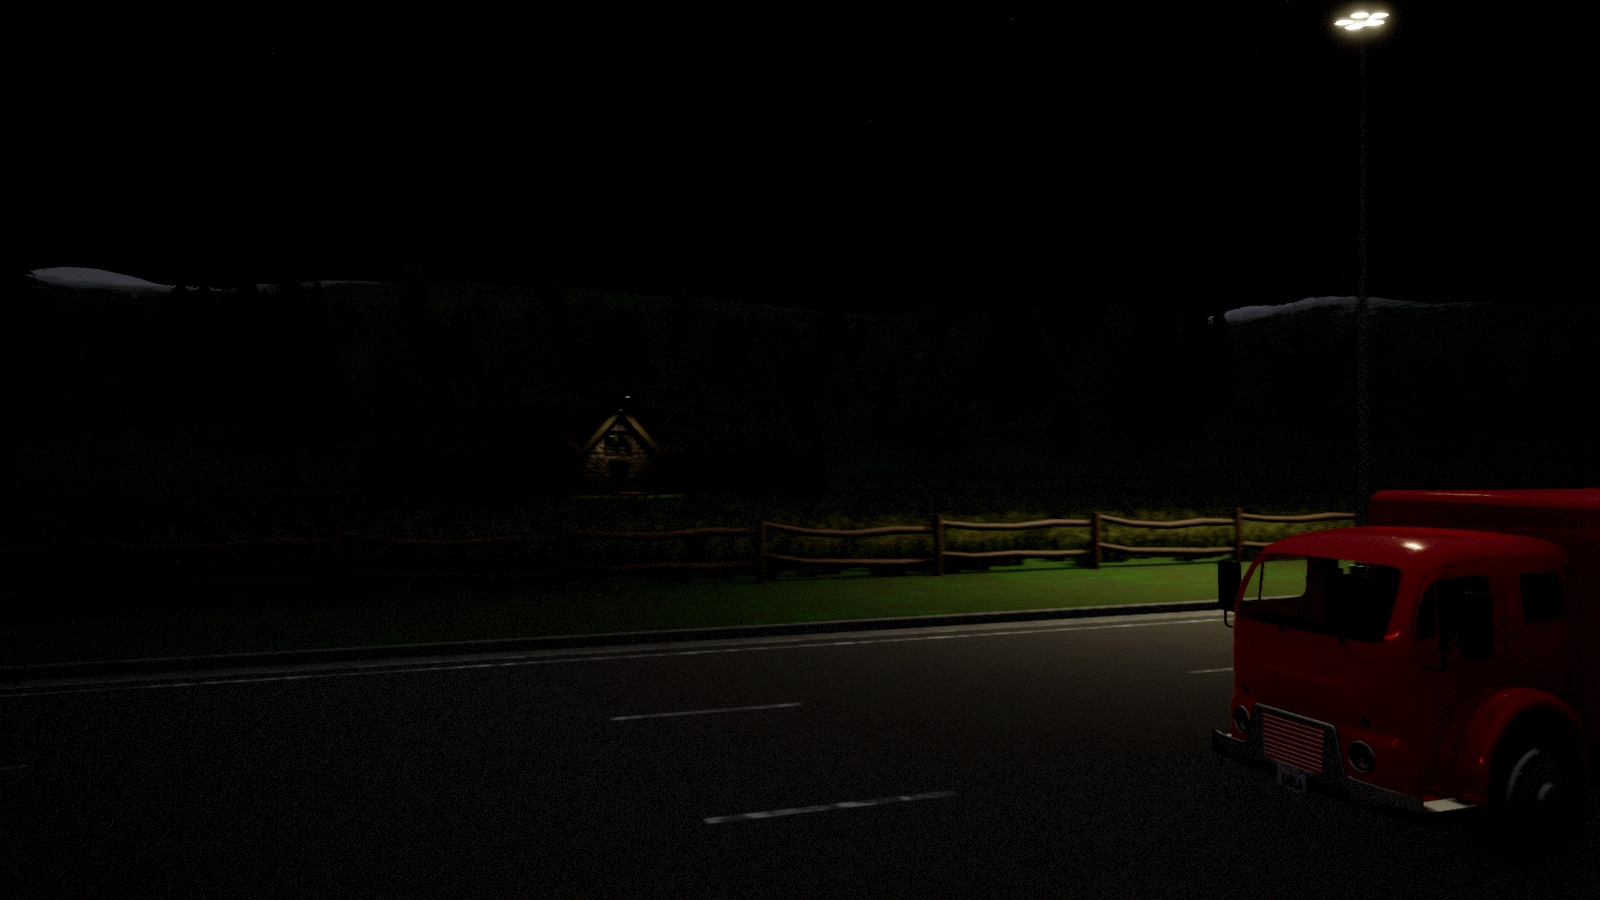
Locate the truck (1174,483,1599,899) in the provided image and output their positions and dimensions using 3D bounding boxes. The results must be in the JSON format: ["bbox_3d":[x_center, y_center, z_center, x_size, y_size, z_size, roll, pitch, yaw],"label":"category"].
[{"bbox_3d":[6.026,1.566,9.214,5.204,2.467,2.627,0,0,-20],"label":"truck"}]
